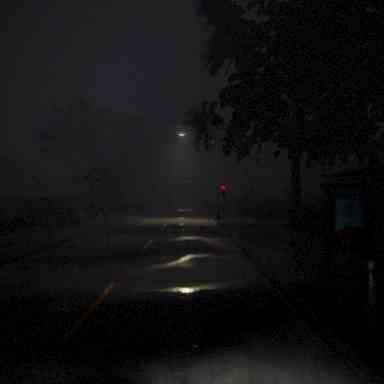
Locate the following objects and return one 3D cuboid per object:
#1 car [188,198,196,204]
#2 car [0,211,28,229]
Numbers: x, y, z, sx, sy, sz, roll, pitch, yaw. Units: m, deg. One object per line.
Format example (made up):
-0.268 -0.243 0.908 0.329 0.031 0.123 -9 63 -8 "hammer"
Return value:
-0.025 2.316 85.426 1.812 1.442 4.674 0 -1 0 "car"
-12.890 1.544 19.967 5.357 1.415 2.033 0 -1 3 "car"
